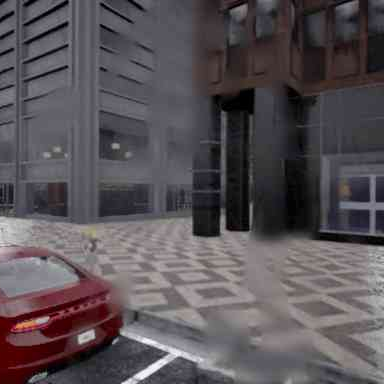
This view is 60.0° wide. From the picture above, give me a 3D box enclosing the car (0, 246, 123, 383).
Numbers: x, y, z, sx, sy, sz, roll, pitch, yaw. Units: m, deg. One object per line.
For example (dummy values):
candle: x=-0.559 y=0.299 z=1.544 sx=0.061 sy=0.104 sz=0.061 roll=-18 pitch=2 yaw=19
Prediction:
car: x=-3.031 y=1.516 z=5.121 sx=4.507 sy=1.381 sz=1.887 roll=0 pitch=0 yaw=35
